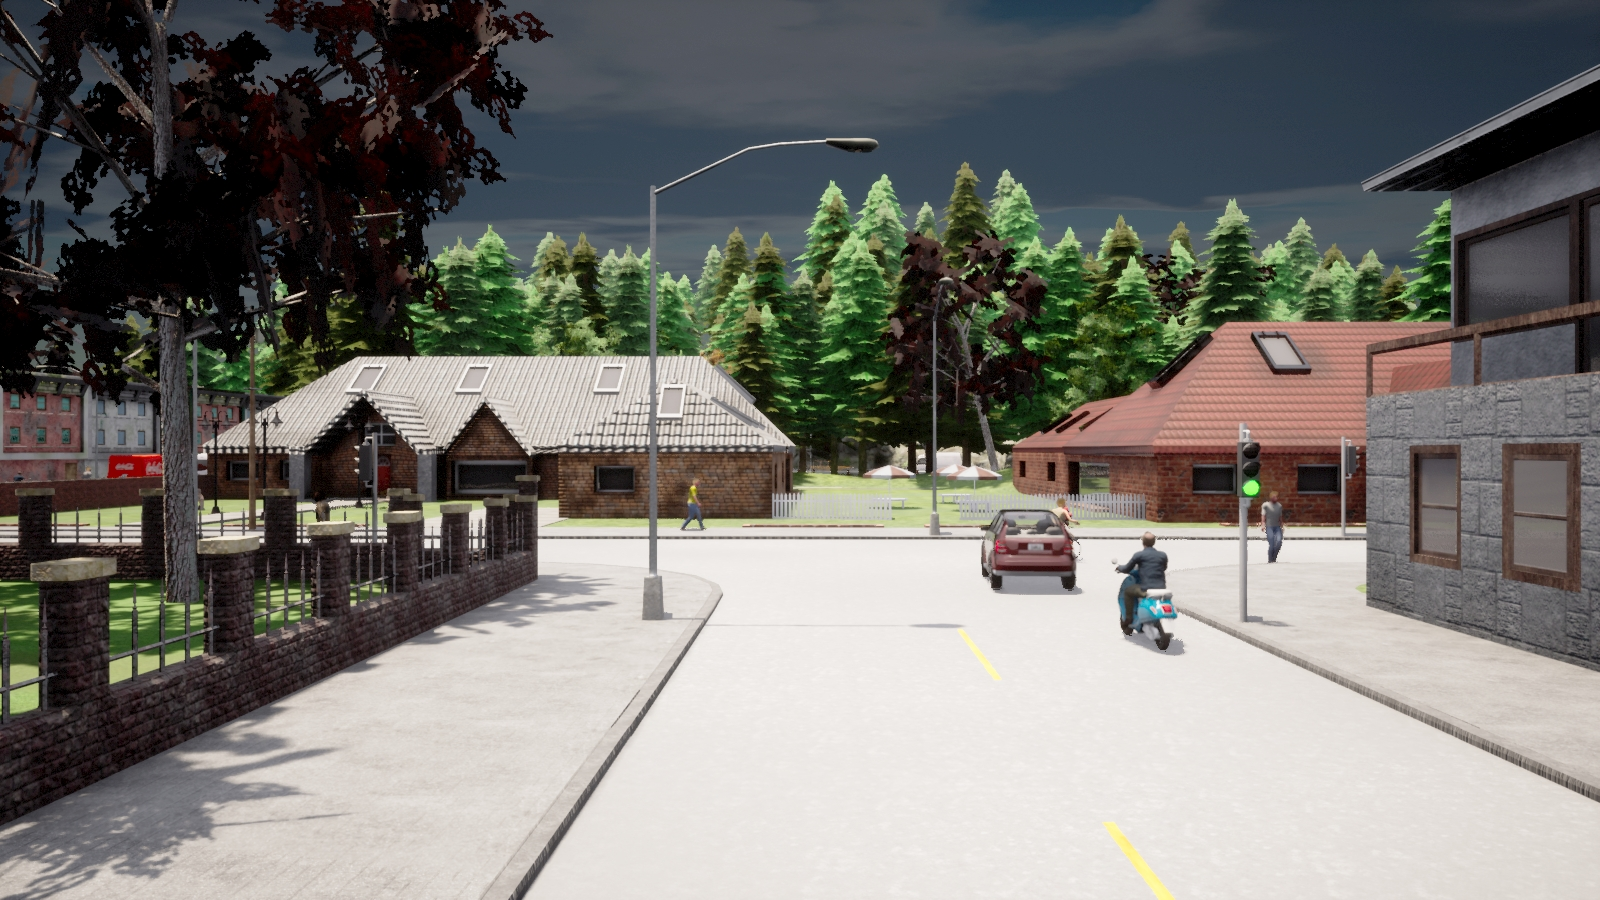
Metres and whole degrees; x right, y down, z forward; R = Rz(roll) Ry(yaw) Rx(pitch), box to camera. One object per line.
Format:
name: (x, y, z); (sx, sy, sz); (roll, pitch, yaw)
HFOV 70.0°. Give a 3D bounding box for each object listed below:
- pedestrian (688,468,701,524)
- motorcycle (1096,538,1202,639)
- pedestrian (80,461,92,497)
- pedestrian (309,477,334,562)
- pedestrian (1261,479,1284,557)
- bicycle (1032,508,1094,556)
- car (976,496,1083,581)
pedestrian: (-3.519, 1.524, 38.026); (0.375, 1.860, 0.375); (0, 0, 2)
motorcycle: (5.014, 1.962, 16.537); (0.856, 1.236, 1.805); (0, 0, -5)
pedestrian: (-37.168, 1.524, 59.505); (0.375, 1.860, 0.375); (0, 0, 9)
pedestrian: (-10.548, 1.523, 25.199); (0.375, 1.860, 0.375); (0, 0, 4)
pedestrian: (11.386, 1.629, 27.518); (0.375, 1.860, 0.375); (0, 0, -7)
bicycle: (6.570, 2.036, 28.501); (0.859, 1.080, 1.487); (0, 0, 44)
car: (4.753, 1.799, 24.124); (1.789, 1.549, 3.705); (0, -1, 5)
